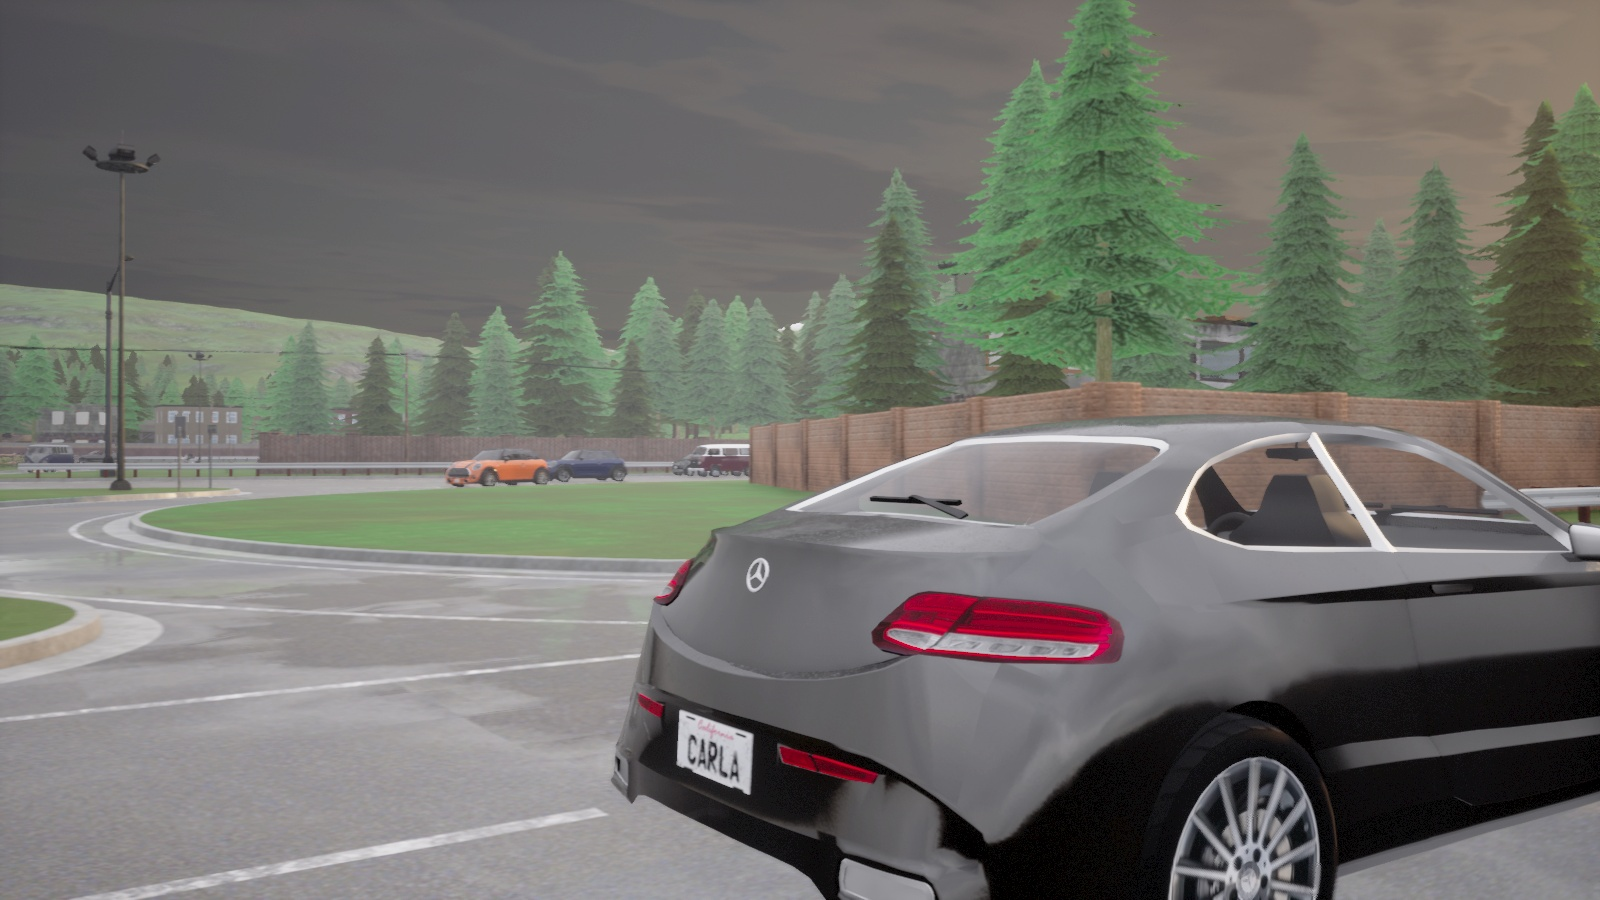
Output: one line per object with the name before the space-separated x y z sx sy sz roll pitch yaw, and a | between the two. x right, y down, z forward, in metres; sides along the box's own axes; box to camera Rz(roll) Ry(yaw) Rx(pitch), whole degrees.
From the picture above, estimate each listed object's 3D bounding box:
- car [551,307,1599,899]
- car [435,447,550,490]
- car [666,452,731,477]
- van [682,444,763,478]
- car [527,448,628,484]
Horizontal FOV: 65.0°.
car | 1.813 0.532 4.920 5.027 1.651 2.152 0 0 -35
car | -13.106 0.763 53.740 2.097 1.767 4.553 0 0 33
car | -6.443 0.933 79.851 3.705 1.549 1.789 0 0 -35
van | -4.734 0.667 76.777 4.480 2.038 2.069 0 0 -35
car | -11.273 0.783 63.661 4.553 1.767 2.097 0 0 -35
